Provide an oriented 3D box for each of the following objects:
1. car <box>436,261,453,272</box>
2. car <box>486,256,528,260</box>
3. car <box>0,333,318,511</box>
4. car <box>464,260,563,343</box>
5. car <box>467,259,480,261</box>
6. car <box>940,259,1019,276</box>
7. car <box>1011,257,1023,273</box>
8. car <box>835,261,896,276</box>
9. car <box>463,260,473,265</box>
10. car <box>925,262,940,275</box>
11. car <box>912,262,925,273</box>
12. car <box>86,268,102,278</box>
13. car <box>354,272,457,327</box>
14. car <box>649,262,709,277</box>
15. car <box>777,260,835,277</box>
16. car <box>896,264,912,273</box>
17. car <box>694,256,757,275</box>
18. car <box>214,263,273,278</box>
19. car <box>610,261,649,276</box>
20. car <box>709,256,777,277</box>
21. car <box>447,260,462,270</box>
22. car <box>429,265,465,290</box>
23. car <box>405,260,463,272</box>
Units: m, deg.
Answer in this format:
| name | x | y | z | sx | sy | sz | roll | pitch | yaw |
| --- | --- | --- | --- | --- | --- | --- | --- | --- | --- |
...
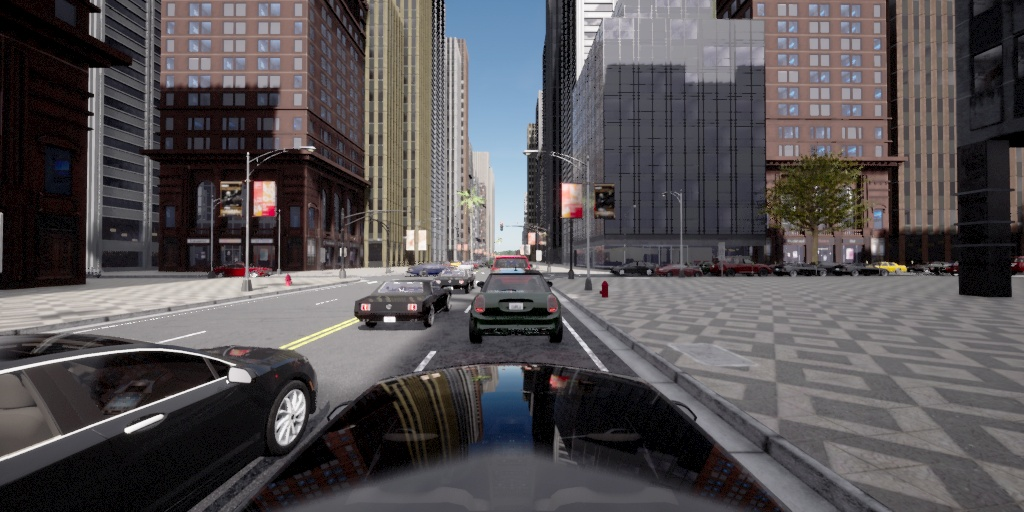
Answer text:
| name | x | y | z | sx | sy | sz | roll | pitch | yaw |
| --- | --- | --- | --- | --- | --- | --- | --- | --- | --- |
| car | -9.948 | 1.504 | 53.076 | 1.812 | 1.442 | 4.674 | 0 | 0 | -3 |
| car | -0.038 | 1.003 | 19.380 | 2.150 | 2.045 | 5.566 | 0 | 0 | 0 |
| car | -3.151 | 1.255 | 2.186 | 1.837 | 1.490 | 4.892 | 0 | 0 | 0 |
| car | 0.080 | 1.109 | 9.860 | 2.097 | 1.767 | 4.553 | 0 | 0 | 0 |
| car | -6.701 | 1.634 | 60.986 | 1.895 | 1.301 | 4.718 | 0 | 0 | 0 |
| car | 43.438 | 1.214 | 33.378 | 4.507 | 1.381 | 1.888 | 0 | 0 | -1 |
| car | 49.077 | 0.974 | 33.477 | 5.009 | 1.841 | 2.192 | 0 | 0 | -1 |
| car | 32.163 | 1.260 | 33.178 | 4.313 | 1.339 | 1.948 | 0 | 0 | -1 |
| car | -6.703 | 1.571 | 51.822 | 1.895 | 1.301 | 4.718 | 0 | 0 | 0 |
| car | 45.178 | 1.298 | 35.983 | 4.718 | 1.301 | 1.895 | 0 | -1 | 0 |
| car | 48.933 | 1.326 | 42.000 | 4.313 | 1.339 | 1.948 | 0 | 0 | -1 |
| car | -42.803 | 1.545 | 34.809 | 4.674 | 1.442 | 1.812 | 0 | -1 | 0 |
| car | -3.168 | 1.361 | 11.507 | 1.895 | 1.301 | 4.718 | 0 | 0 | 0 |
| car | 15.251 | 1.328 | 32.880 | 4.207 | 1.307 | 1.802 | 0 | 0 | -1 |
| car | 26.526 | 1.276 | 33.079 | 4.313 | 1.339 | 1.948 | 0 | 0 | -1 |
| car | 43.124 | 1.296 | 41.898 | 4.829 | 1.417 | 1.751 | 0 | 0 | -1 |
| car | 23.066 | 1.010 | 38.804 | 5.566 | 2.045 | 2.150 | 0 | -1 | -2 |
| car | -26.020 | 1.420 | 34.827 | 5.008 | 1.535 | 1.882 | 0 | -1 | 0 |
| car | 13.027 | 1.327 | 38.617 | 4.892 | 1.490 | 1.837 | 0 | -1 | -1 |
| car | 20.889 | 1.041 | 32.980 | 5.009 | 1.841 | 2.192 | 0 | 0 | -1 |
| car | -9.946 | 1.520 | 62.214 | 1.882 | 1.535 | 5.008 | 0 | 0 | 0 |
| car | -3.191 | 1.388 | 20.675 | 1.895 | 1.301 | 4.718 | 0 | 0 | 0 |
| car | -8.299 | 1.420 | 37.509 | 5.357 | 1.411 | 2.033 | 0 | 0 | -33 |
